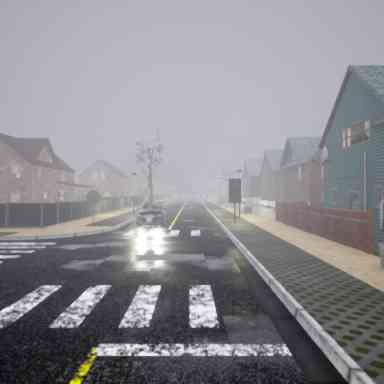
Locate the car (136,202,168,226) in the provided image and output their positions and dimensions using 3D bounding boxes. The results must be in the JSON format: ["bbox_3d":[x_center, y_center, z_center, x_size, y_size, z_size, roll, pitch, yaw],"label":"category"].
[{"bbox_3d":[-2.737,1.499,23.623,2.128,1.511,4.902,0,0,0],"label":"car"}]
